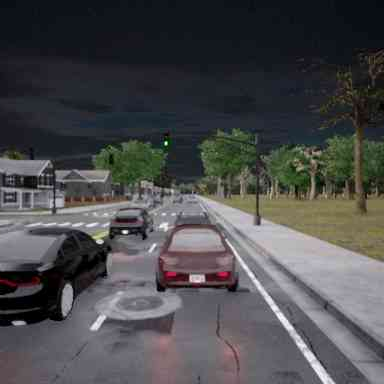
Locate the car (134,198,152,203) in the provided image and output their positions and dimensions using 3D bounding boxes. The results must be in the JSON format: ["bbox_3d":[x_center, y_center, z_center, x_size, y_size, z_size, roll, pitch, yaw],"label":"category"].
[{"bbox_3d":[-6.590,1.774,41.872,1.895,1.301,4.718,0,0,0],"label":"car"}]

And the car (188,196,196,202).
[{"bbox_3d":[0.016,1.695,83.809,2.128,1.511,4.902,0,0,0],"label":"car"}]

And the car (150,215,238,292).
[{"bbox_3d":[0.104,1.565,8.892,1.812,1.442,4.674,0,0,0],"label":"car"}]

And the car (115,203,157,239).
[{"bbox_3d":[-3.137,1.584,17.846,1.837,1.490,4.892,0,0,-1],"label":"car"}]

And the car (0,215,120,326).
[{"bbox_3d":[-3.151,1.510,7.323,1.882,1.535,5.008,0,0,0],"label":"car"}]

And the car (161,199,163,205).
[{"bbox_3d":[-6.551,1.813,63.654,1.994,1.385,4.181,0,0,-1],"label":"car"}]

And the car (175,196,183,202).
[{"bbox_3d":[-3.234,1.694,83.810,1.812,1.442,4.674,0,0,0],"label":"car"}]

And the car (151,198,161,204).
[{"bbox_3d":[-6.582,1.700,51.996,2.128,1.511,4.902,0,0,0],"label":"car"}]

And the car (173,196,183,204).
[{"bbox_3d":[-3.236,1.815,73.388,2.033,1.411,5.357,0,0,0],"label":"car"}]

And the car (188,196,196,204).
[{"bbox_3d":[0.014,1.873,73.833,1.895,1.301,4.718,0,0,0],"label":"car"}]

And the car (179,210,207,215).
[{"bbox_3d":[0.058,1.683,18.784,1.895,1.301,4.718,0,0,0],"label":"car"}]
